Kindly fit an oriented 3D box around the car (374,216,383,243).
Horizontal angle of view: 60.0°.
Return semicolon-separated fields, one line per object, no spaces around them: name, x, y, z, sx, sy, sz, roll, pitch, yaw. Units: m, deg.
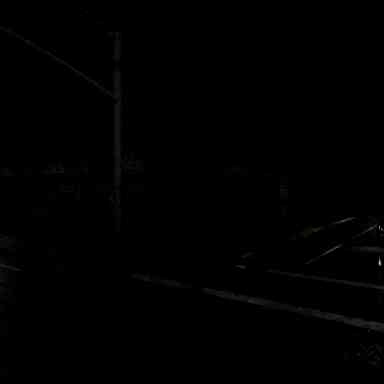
car;9.680;1.466;15.217;1.837;1.490;4.892;0;0;35
